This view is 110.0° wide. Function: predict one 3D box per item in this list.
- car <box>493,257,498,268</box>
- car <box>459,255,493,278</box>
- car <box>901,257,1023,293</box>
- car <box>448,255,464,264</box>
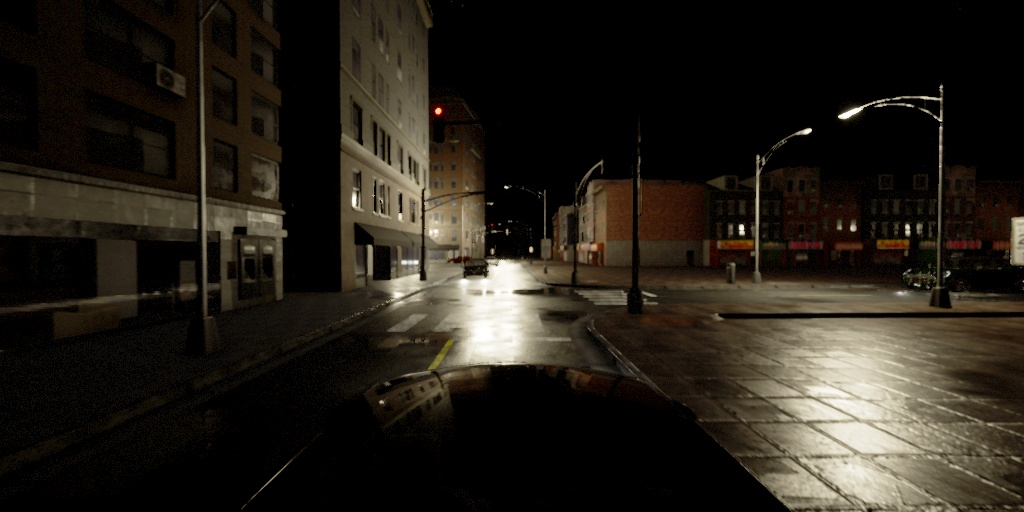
[{"bbox_3d":[-2.880,0.797,48.828,1.812,1.442,4.674,0,0,0],"label":"car"},{"bbox_3d":[-2.878,0.942,29.559,1.882,1.535,5.008,0,1,0],"label":"car"},{"bbox_3d":[22.273,0.836,17.734,4.553,1.767,2.097,0,1,0],"label":"car"},{"bbox_3d":[-8.920,0.638,63.967,5.008,1.535,1.882,0,1,9],"label":"car"}]
